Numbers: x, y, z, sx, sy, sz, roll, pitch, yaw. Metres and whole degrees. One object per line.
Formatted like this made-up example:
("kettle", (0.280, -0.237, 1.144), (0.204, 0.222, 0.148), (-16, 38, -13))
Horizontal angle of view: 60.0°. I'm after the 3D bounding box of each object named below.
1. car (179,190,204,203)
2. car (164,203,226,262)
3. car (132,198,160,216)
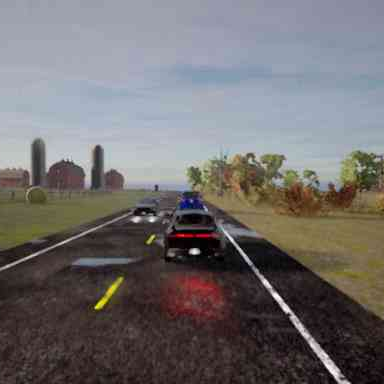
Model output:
("car", (-0.067, 0.829, 31.210), (2.150, 2.045, 5.566), (0, 1, -1))
("car", (0.071, 1.357, 11.495), (1.837, 1.490, 4.892), (0, 1, 0))
("car", (-3.733, 1.193, 28.179), (2.033, 1.411, 5.357), (0, 1, -1))
